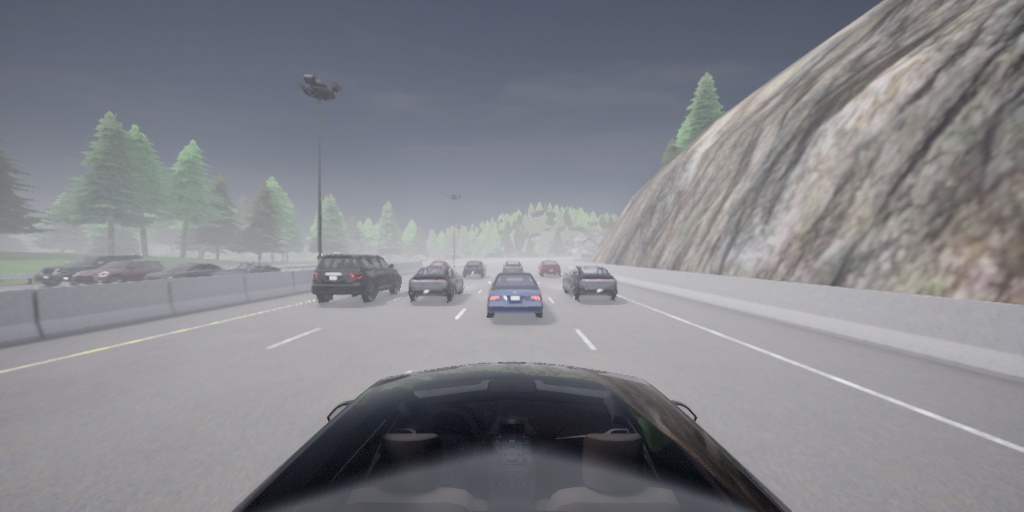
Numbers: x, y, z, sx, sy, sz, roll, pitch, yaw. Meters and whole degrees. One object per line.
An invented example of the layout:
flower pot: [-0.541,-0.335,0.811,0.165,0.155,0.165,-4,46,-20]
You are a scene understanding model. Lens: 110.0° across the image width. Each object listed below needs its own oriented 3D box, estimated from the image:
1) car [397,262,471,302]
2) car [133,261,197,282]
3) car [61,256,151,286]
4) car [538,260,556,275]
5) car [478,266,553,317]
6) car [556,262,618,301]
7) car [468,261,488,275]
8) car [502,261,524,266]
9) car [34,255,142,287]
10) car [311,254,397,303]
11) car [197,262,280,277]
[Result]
car: [-3.408,1.210,16.712,2.128,1.511,4.902,0,0,0]
car: [-21.109,1.209,23.446,1.837,1.490,4.892,0,0,0]
car: [-24.608,1.057,22.789,2.097,1.767,4.553,0,0,0]
car: [3.589,1.157,35.040,1.882,1.535,5.008,0,0,0]
car: [0.092,1.273,12.997,2.033,1.411,5.357,0,0,0]
car: [3.590,1.209,17.104,2.128,1.511,4.902,0,0,0]
car: [-3.418,1.187,33.537,1.837,1.490,4.892,0,0,0]
car: [0.083,1.174,33.442,2.128,1.511,4.902,0,0,0]
car: [-28.112,0.924,24.388,2.150,2.045,5.566,0,0,0]
car: [-6.910,0.940,16.530,2.150,2.045,5.566,0,0,0]
car: [-17.609,1.195,23.871,2.128,1.511,4.902,0,0,0]
